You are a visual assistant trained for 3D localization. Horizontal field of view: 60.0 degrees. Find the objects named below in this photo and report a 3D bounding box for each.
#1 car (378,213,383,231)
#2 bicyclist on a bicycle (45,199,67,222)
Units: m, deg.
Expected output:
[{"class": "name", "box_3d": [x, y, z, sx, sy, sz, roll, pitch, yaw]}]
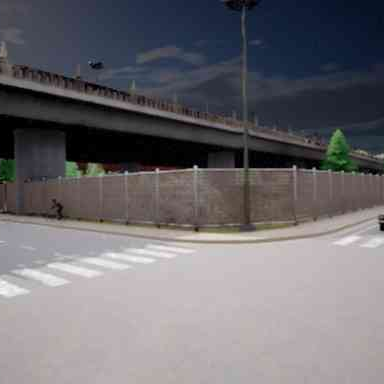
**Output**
[{"class": "car", "box_3d": [10.921, 1.241, 16.889, 1.895, 1.301, 4.718, -1, 1, 41]}, {"class": "bicyclist on a bicycle", "box_3d": [-9.595, 1.301, 23.548, 0.582, 1.620, 1.656, -1, 1, 41]}]
